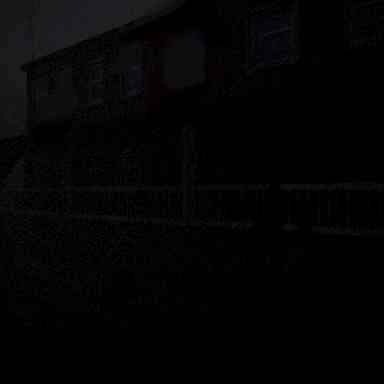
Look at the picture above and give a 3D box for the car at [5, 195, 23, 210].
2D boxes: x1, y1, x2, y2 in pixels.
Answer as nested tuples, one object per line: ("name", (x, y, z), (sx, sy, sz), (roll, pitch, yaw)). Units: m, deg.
("car", (-15.397, 1.057, 27.943), (1.994, 1.385, 4.181), (0, 14, 34))
